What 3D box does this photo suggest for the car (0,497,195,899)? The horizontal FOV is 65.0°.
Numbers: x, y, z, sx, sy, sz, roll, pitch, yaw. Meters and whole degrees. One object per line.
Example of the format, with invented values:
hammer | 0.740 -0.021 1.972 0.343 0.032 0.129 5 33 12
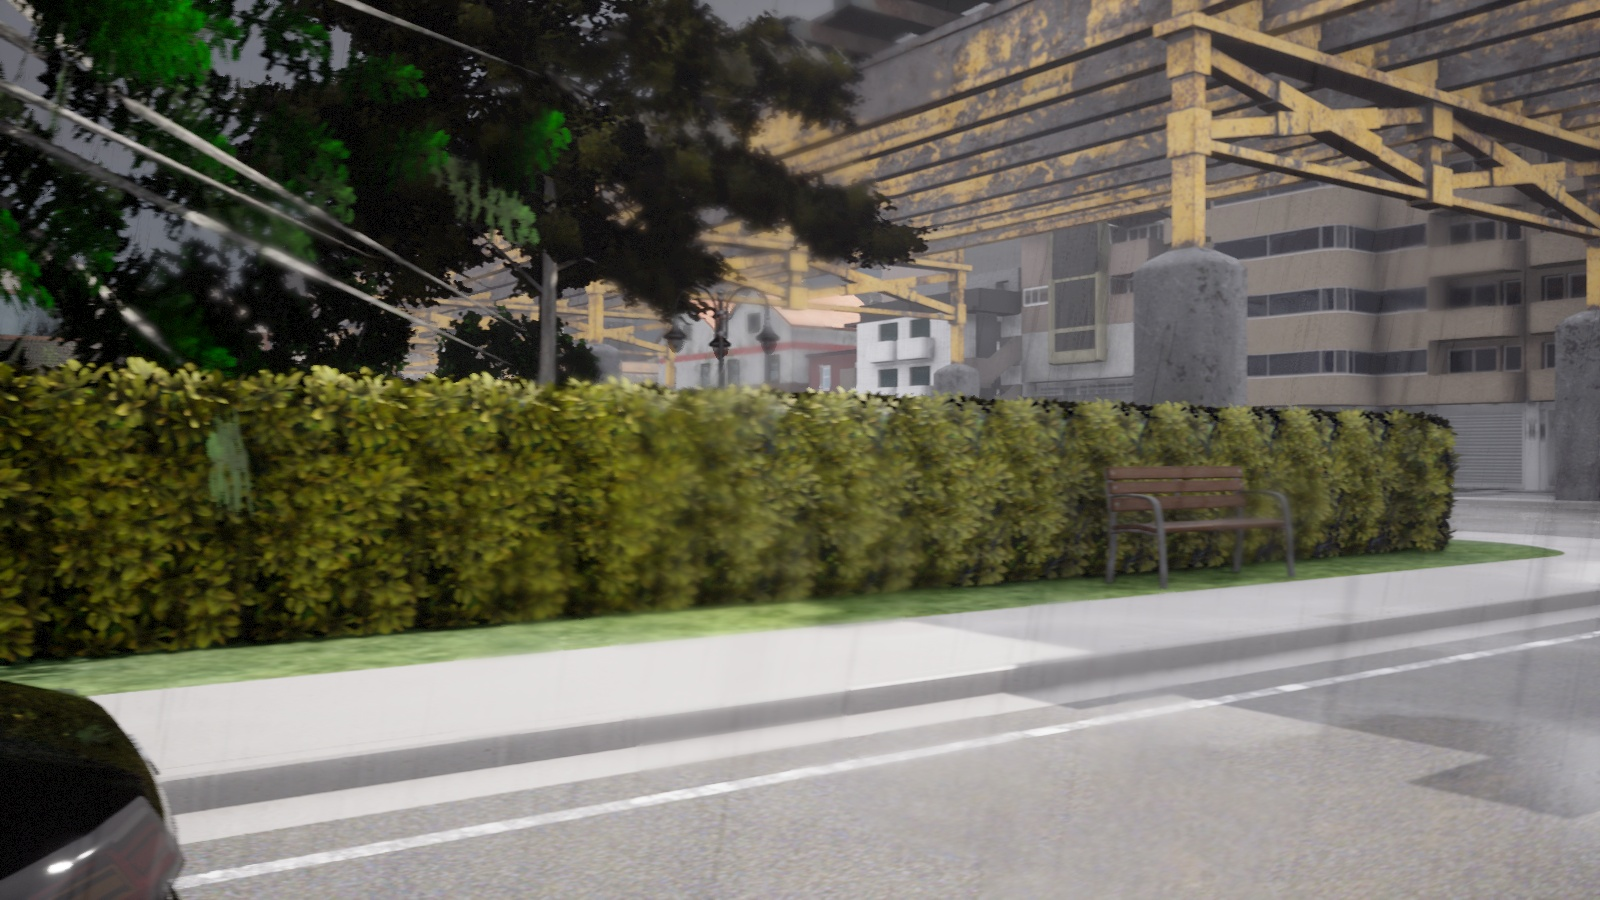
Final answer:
car | -3.166 0.819 1.454 4.181 1.385 1.994 0 0 -35
